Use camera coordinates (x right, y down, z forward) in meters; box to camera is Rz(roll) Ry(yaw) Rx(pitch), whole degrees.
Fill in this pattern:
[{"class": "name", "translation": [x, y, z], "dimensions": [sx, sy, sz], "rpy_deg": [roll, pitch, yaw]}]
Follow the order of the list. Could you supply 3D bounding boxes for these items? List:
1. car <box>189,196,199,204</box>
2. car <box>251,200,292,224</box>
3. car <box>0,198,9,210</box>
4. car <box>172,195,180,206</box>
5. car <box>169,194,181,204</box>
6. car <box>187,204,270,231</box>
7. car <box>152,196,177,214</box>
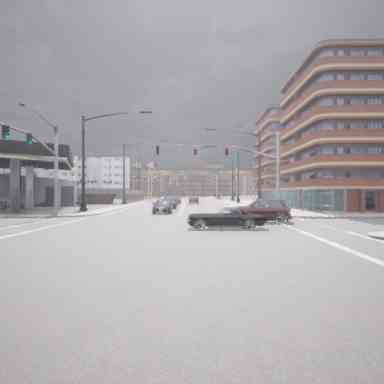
[{"class": "car", "translation": [0.341, 1.515, 63.722], "dimensions": [2.128, 1.511, 4.902], "rpy_deg": [0, 0, 0]}, {"class": "car", "translation": [5.120, 1.361, 24.908], "dimensions": [4.553, 1.767, 2.097], "rpy_deg": [0, 0, 15]}, {"class": "car", "translation": [-23.946, 1.470, 39.412], "dimensions": [3.806, 1.475, 1.970], "rpy_deg": [0, 0, 1]}, {"class": "car", "translation": [-3.136, 1.368, 44.939], "dimensions": [2.097, 1.767, 4.553], "rpy_deg": [0, 0, 0]}, {"class": "car", "translation": [-3.212, 1.376, 65.111], "dimensions": [2.097, 1.767, 4.553], "rpy_deg": [0, 0, 0]}, {"class": "car", "translation": [2.030, 1.608, 20.298], "dimensions": [4.718, 1.301, 1.895], "rpy_deg": [0, 0, 1]}, {"class": "car", "translation": [-3.078, 1.504, 35.221], "dimensions": [2.128, 1.511, 4.902], "rpy_deg": [0, 0, 0]}]
